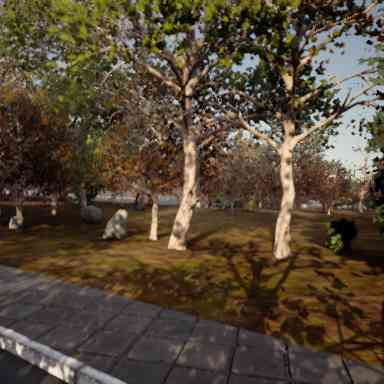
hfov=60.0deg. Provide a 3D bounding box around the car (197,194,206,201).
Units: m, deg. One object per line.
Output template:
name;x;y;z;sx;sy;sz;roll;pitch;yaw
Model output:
car;0.375;1.483;92.720;2.435;2.045;5.566;6;1;42
